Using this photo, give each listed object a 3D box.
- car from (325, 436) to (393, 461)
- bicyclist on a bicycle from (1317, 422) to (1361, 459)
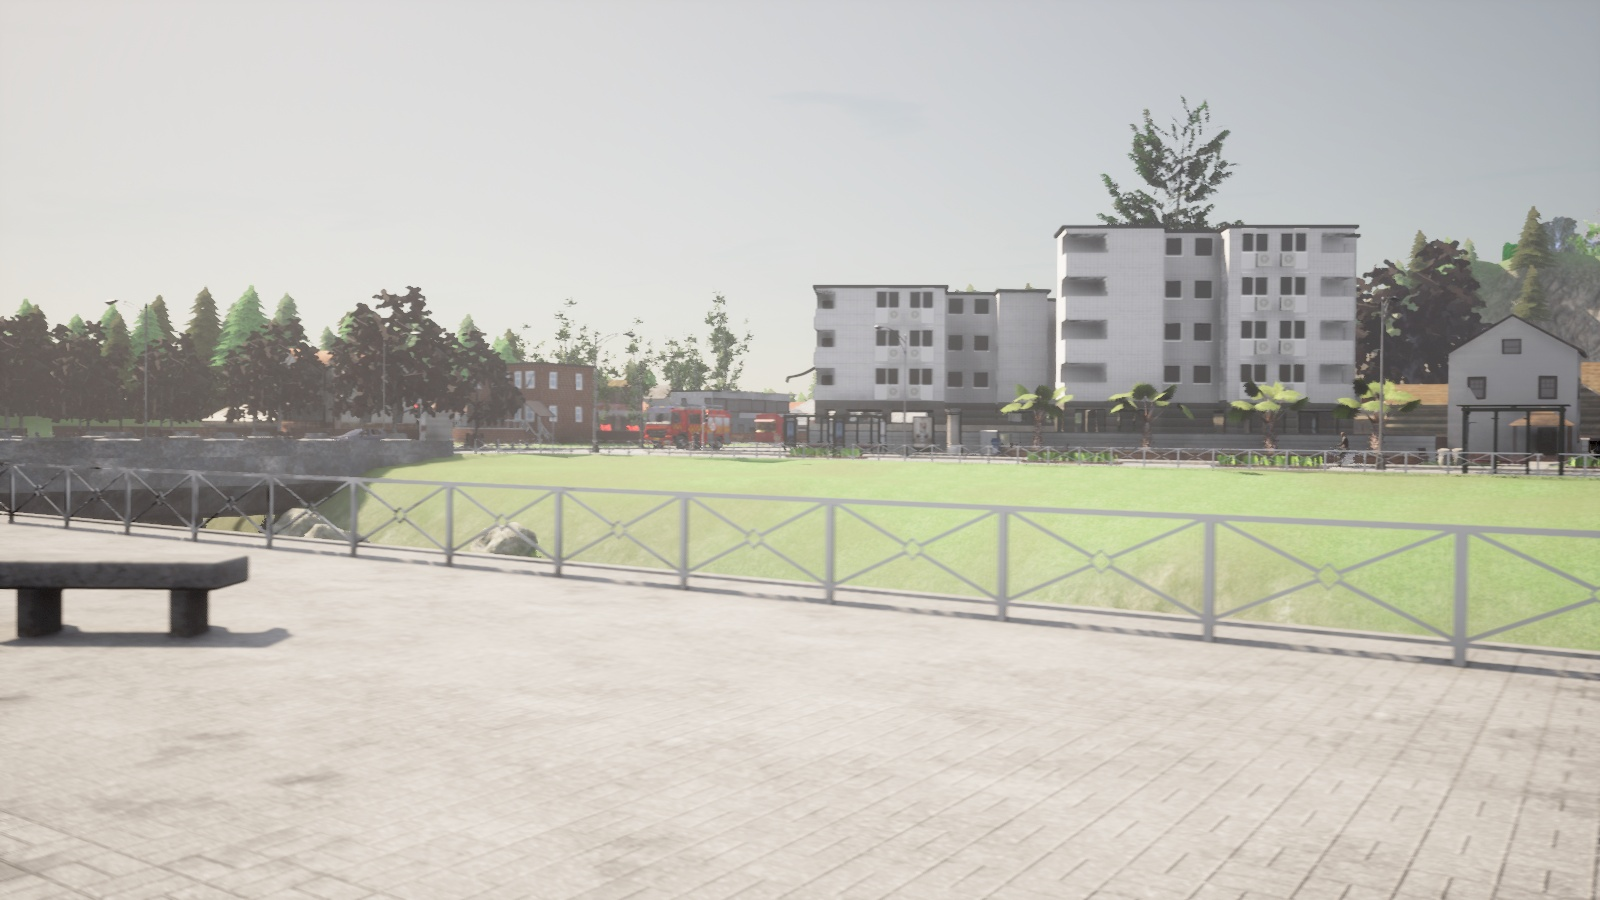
[{"bbox_3d":[-27.839,-0.086,79.402,1.845,1.501,3.633,0,1,34],"label":"car"},{"bbox_3d":[26.144,-0.467,60.929,1.843,1.776,0.659,0,1,34],"label":"bicyclist on a bicycle"}]
